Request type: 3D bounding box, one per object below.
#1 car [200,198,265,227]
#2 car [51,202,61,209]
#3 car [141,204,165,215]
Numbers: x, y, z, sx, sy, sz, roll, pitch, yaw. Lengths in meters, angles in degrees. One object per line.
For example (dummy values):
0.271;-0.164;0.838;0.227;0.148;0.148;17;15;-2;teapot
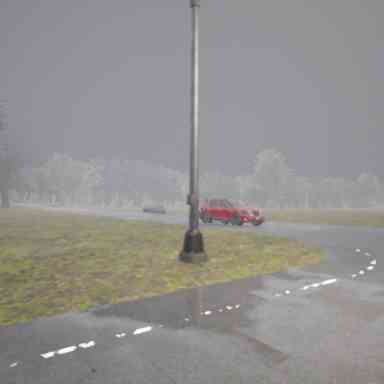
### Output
2.849;1.477;24.773;2.150;2.045;5.566;3;-3;-36;car
-31.688;3.053;77.313;1.837;1.490;4.892;3;-3;-28;car
-5.740;2.546;48.642;2.128;1.511;4.902;3;-3;-36;car
